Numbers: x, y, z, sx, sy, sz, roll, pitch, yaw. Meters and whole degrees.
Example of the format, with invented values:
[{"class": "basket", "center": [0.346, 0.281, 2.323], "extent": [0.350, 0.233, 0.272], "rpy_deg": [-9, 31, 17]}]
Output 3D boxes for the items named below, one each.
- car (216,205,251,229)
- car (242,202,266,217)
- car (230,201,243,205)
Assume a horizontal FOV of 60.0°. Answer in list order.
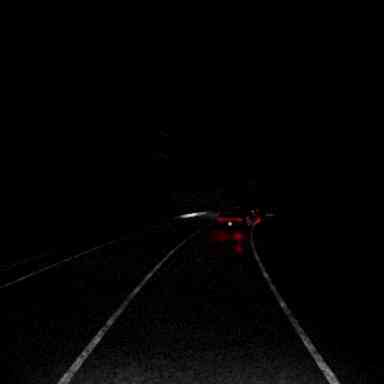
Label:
[{"class": "car", "center": [3.050, 1.909, 24.568], "extent": [1.895, 1.301, 4.718], "rpy_deg": [1, -1, 12]}, {"class": "car", "center": [7.741, 2.149, 40.327], "extent": [1.812, 1.442, 4.674], "rpy_deg": [2, -1, 20]}, {"class": "car", "center": [6.513, 2.099, 46.874], "extent": [2.128, 1.511, 4.902], "rpy_deg": [2, 0, 22]}]
